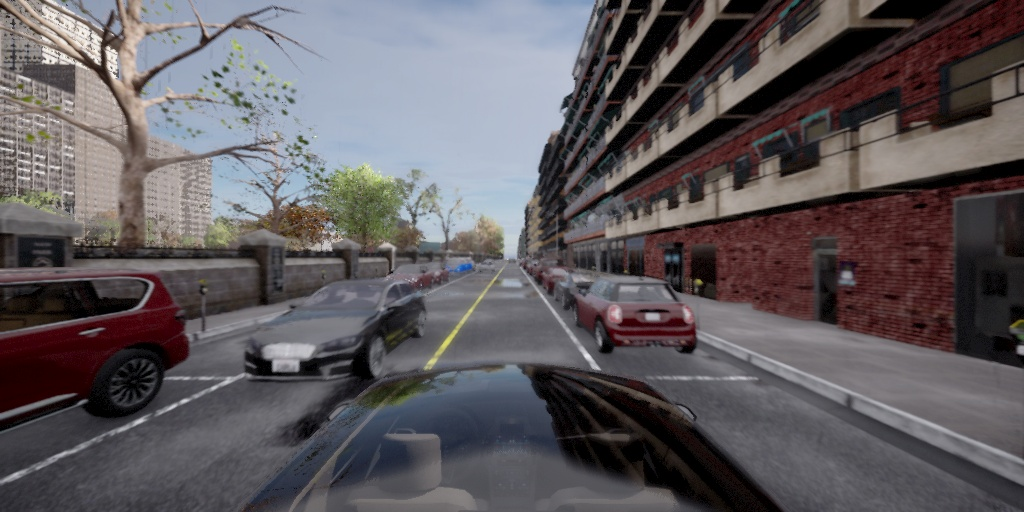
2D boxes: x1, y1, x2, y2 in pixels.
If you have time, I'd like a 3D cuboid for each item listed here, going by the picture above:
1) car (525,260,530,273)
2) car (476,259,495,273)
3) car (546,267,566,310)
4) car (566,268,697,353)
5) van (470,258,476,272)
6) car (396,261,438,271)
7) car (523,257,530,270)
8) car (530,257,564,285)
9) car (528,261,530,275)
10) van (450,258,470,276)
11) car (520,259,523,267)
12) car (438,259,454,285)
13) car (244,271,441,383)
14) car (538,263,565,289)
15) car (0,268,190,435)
[{"bbox_3d":[2.688,1.295,36.950,1.888,1.381,4.507,0,0,0],"label":"car"},{"bbox_3d":[-3.090,1.356,44.671,1.895,1.301,4.718,0,0,0],"label":"car"},{"bbox_3d":[2.689,1.297,14.430,2.007,1.370,4.403,0,0,0],"label":"car"},{"bbox_3d":[2.690,1.187,8.800,1.967,1.591,4.097,0,0,0],"label":"car"},{"bbox_3d":[-5.692,1.094,42.579,1.690,1.789,3.998,0,0,0],"label":"van"},{"bbox_3d":[-5.691,1.186,20.061,1.967,1.591,4.097,0,0,0],"label":"car"},{"bbox_3d":[2.688,1.193,42.579,1.967,1.591,4.097,0,0,0],"label":"car"},{"bbox_3d":[2.689,1.061,25.690,2.192,1.841,5.009,0,0,0],"label":"car"},{"bbox_3d":[2.688,1.298,31.321,2.007,1.370,4.403,0,0,0],"label":"car"},{"bbox_3d":[-5.693,1.091,36.950,1.690,1.789,3.998,0,0,0],"label":"van"},{"bbox_3d":[2.687,1.079,53.840,2.192,1.841,5.009,0,0,0],"label":"car"},{"bbox_3d":[-5.691,1.186,25.690,1.967,1.591,4.097,0,0,0],"label":"car"},{"bbox_3d":[-3.087,1.240,7.360,2.128,1.511,4.902,0,0,0],"label":"car"},{"bbox_3d":[2.689,1.291,20.060,1.888,1.381,4.507,0,0,0],"label":"car"},{"bbox_3d":[-5.691,1.064,3.170,2.192,1.841,5.009,0,0,0],"label":"car"}]
